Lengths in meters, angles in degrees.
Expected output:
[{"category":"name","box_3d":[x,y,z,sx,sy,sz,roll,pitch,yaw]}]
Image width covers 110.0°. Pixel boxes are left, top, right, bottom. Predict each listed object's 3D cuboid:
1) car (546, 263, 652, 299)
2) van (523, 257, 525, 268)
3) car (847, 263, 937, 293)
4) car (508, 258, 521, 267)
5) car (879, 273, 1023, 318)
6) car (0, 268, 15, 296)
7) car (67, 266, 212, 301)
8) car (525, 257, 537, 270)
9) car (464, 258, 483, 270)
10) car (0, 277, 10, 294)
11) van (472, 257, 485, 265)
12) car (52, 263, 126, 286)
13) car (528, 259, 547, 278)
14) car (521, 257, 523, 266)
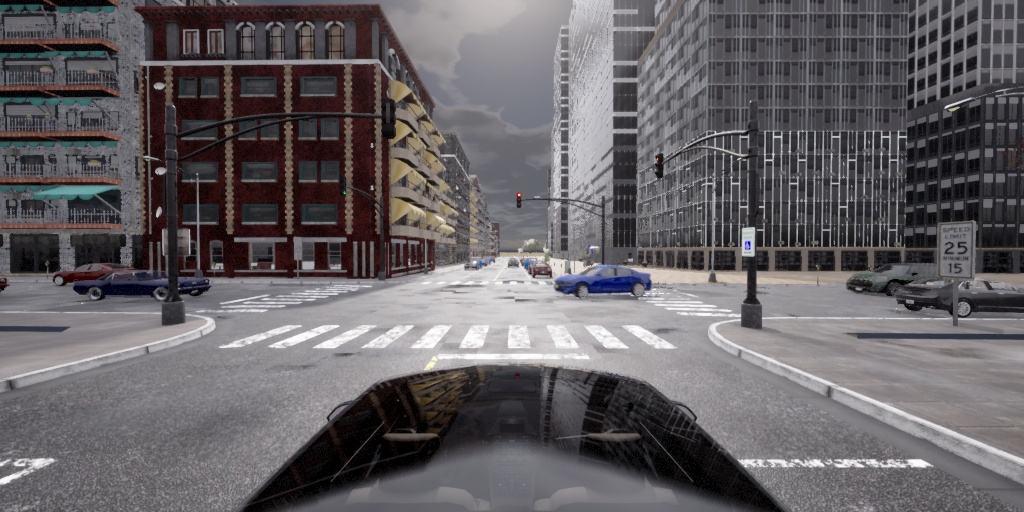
[{"category":"car","box_3d":[4.546,1.224,18.022,5.008,1.535,1.882,0,0,-16]},{"category":"van","box_3d":[2.773,1.042,50.369,1.690,1.789,3.998,0,0,0]},{"category":"car","box_3d":[20.611,1.170,18.933,4.553,1.767,2.097,0,1,1]},{"category":"car","box_3d":[0.245,1.282,62.329,1.895,1.301,4.718,0,0,0]},{"category":"car","box_3d":[16.742,1.445,13.091,4.403,1.370,2.007,0,0,1]},{"category":"car","box_3d":[-26.520,1.254,16.496,4.718,1.301,1.895,0,1,1]},{"category":"car","box_3d":[-16.640,1.298,16.335,4.718,1.301,1.895,0,1,1]},{"category":"car","box_3d":[2.746,1.157,39.077,1.967,1.591,4.097,0,0,0]},{"category":"car","box_3d":[-5.575,1.267,50.355,1.948,1.339,4.313,0,0,0]},{"category":"car","box_3d":[-22.595,1.258,13.725,4.507,1.381,1.888,0,0,1]},{"category":"van","box_3d":[-5.562,1.033,56.001,1.690,1.789,3.998,0,0,0]},{"category":"car","box_3d":[-25.808,1.108,22.389,4.507,1.381,1.888,0,0,1]},{"category":"car","box_3d":[2.732,1.270,33.431,1.888,1.381,4.507,0,0,0]},{"category":"car","box_3d":[2.786,1.237,56.015,1.888,1.381,4.507,0,0,0]}]
